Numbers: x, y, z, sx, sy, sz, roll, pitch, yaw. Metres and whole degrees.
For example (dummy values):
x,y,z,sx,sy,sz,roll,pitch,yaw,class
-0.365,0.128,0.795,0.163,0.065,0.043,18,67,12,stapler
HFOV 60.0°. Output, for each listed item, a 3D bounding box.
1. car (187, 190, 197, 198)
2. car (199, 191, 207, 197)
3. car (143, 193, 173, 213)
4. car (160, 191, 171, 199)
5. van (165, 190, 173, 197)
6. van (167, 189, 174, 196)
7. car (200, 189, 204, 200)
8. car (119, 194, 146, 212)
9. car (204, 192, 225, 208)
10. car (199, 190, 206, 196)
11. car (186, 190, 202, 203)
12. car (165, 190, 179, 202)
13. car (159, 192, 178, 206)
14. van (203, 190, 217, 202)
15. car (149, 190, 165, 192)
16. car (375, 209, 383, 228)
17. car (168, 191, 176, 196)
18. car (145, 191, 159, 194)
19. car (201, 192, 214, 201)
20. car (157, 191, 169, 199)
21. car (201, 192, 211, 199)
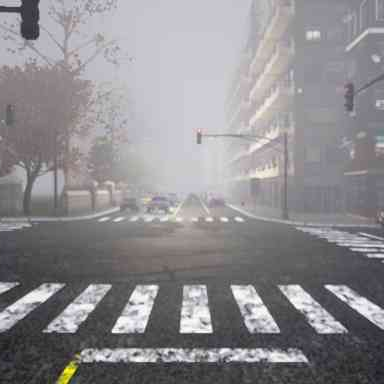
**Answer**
x,y,z,sx,sy,sz,roll,pitch,yaw,class
0.062,0.432,72.199,2.097,1.767,4.553,0,1,0,car
2.751,0.504,82.357,1.887,1.381,4.507,0,1,0,car
-3.071,1.111,31.095,1.812,1.442,4.674,0,1,0,car
-5.636,0.531,71.102,1.967,1.590,4.097,0,1,0,car
-5.629,0.300,82.361,1.690,1.788,3.998,0,1,0,van
-5.624,0.236,87.990,1.690,1.788,3.998,0,1,0,van
2.732,0.734,54.207,1.967,1.590,4.097,0,1,0,car
-5.665,1.143,31.695,1.947,1.339,4.313,0,1,0,car
2.719,1.050,37.319,1.887,1.381,4.507,0,1,0,car
2.756,0.335,87.985,1.967,1.590,4.097,0,1,0,car
0.136,0.880,49.326,1.812,1.442,4.674,0,1,0,car
-3.040,0.836,51.208,1.837,1.490,4.892,0,1,0,car
-3.064,1.059,41.019,1.895,1.301,4.718,0,1,0,car
2.724,0.775,42.946,1.690,1.788,3.998,0,1,0,van
-5.653,0.679,48.582,2.192,1.841,5.009,0,1,0,car
13.479,1.336,19.361,5.009,1.841,2.192,1,0,0,car
-5.620,0.383,93.622,2.008,1.369,4.403,0,1,0,car
-5.657,0.961,42.785,1.752,1.417,4.829,0,1,0,car
2.735,0.776,59.838,2.008,1.369,4.403,0,1,0,car
-5.641,0.598,65.474,1.967,1.590,4.097,0,1,0,car
2.740,0.702,65.468,1.887,1.381,4.507,0,1,0,car
